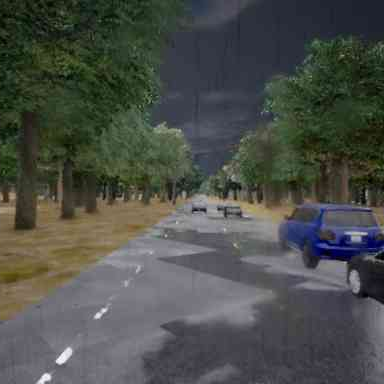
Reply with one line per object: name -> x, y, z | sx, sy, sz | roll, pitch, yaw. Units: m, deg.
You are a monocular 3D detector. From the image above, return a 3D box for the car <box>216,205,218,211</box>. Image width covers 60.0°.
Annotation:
car -> 4.565, 2.163, 48.401 | 1.895, 1.301, 4.718 | 1, 0, 1

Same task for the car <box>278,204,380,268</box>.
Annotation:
car -> 4.761, 1.458, 12.204 | 2.150, 2.045, 5.566 | 1, -1, 1

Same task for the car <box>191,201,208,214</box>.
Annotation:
car -> 0.933, 1.910, 42.801 | 1.882, 1.535, 5.008 | 1, -1, 1

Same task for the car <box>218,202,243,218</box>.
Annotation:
car -> 4.315, 1.941, 35.866 | 2.128, 1.511, 4.902 | 1, 0, 2

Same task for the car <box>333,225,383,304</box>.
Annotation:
car -> 4.611, 1.676, 6.171 | 1.837, 1.490, 4.892 | 1, -1, 1
